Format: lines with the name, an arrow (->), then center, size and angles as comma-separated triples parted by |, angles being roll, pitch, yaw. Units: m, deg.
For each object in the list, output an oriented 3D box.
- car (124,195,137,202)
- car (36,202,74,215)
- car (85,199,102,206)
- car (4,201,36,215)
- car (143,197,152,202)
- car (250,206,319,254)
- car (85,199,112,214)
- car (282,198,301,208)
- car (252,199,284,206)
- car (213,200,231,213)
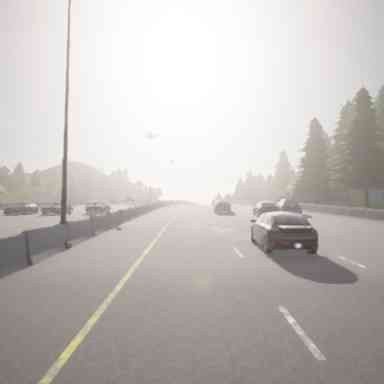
car -> -13.995, 1.638, 75.861 | 2.150, 2.045, 5.566 | 0, -1, 0
car -> -14.068, 1.689, 34.899 | 1.895, 1.301, 4.718 | 0, 0, 0
car -> -20.996, 2.150, 71.237 | 2.033, 1.411, 5.357 | 0, -1, 0
car -> -17.564, 1.637, 34.488 | 1.994, 1.385, 4.181 | 0, -1, 0
car -> -10.495, 1.819, 78.755 | 2.097, 1.767, 4.553 | 0, -1, 0
car -> 3.608, 1.558, 13.699 | 1.837, 1.490, 4.892 | 0, 0, 0
car -> -10.560, 1.727, 37.756 | 1.895, 1.301, 4.718 | 0, -1, 0
car -> 10.607, 1.547, 37.237 | 2.097, 1.767, 4.553 | 0, -1, 0
car -> 7.107, 1.648, 32.334 | 1.837, 1.490, 4.892 | 0, 0, 0
car -> 3.606, 1.678, 40.272 | 1.882, 1.535, 5.008 | 0, -1, 0
